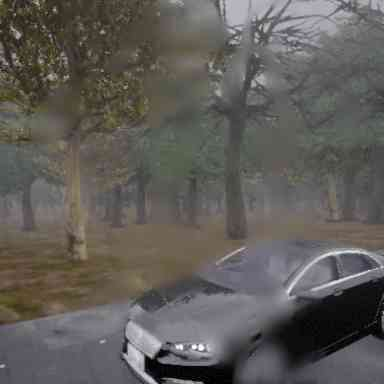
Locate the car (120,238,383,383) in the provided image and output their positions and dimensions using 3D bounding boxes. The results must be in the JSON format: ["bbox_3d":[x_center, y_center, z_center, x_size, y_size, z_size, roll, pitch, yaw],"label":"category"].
[{"bbox_3d":[1.392,1.515,4.989,4.902,1.511,2.128,0,0,-36],"label":"car"}]
